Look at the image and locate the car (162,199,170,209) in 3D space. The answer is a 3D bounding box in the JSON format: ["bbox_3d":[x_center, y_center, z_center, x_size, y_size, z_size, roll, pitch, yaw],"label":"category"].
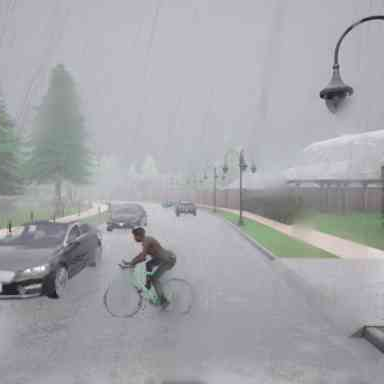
[{"bbox_3d":[-2.974,1.599,46.099,1.895,1.301,4.718,0,0,-12],"label":"car"}]

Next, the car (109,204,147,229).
[{"bbox_3d":[-3.840,1.505,20.245,1.837,1.490,4.892,0,0,-1],"label":"car"}]

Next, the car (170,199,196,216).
[{"bbox_3d":[-0.714,1.488,32.438,2.128,1.511,4.902,0,0,-6],"label":"car"}]

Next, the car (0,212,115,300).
[{"bbox_3d":[-3.682,1.492,8.538,2.128,1.511,4.902,0,0,-1],"label":"car"}]

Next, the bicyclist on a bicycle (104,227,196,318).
[{"bbox_3d":[-0.764,1.451,5.945,1.656,1.620,0.582,-2,0,-1],"label":"bicyclist on a bicycle"}]
